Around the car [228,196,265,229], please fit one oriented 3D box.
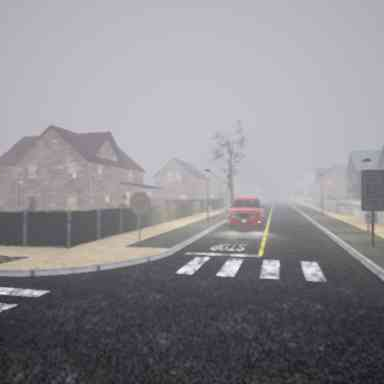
[{"bbox_3d":[3.898,1.381,23.346,2.150,2.045,5.566,0,1,14],"label":"car"}]
